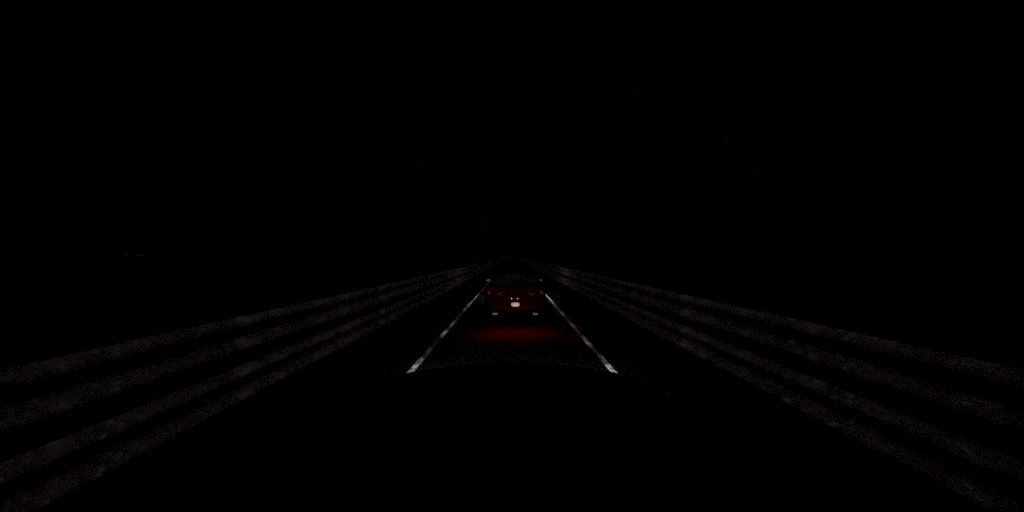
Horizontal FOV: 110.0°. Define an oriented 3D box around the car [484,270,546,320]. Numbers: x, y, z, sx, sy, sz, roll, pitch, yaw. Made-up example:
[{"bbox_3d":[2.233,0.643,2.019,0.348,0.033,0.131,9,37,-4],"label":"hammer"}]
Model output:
[{"bbox_3d":[0.097,1.230,12.678,1.882,1.535,5.008,0,0,0],"label":"car"}]
